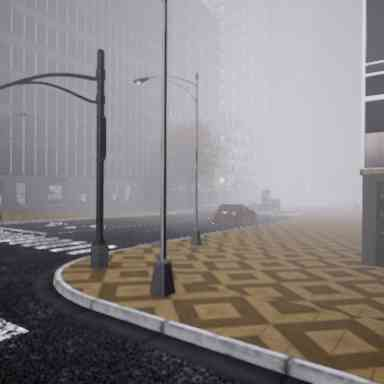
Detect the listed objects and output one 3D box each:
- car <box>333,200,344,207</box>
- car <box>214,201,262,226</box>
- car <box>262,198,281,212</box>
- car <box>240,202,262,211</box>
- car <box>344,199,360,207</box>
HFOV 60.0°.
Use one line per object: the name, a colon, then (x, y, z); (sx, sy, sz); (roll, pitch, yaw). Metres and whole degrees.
car: (38.267, 3.062, 87.032); (2.033, 1.411, 5.357); (1, -1, 33)
car: (3.698, 1.730, 27.572); (2.097, 1.767, 4.553); (1, -1, 33)
car: (12.504, 2.004, 53.162); (2.150, 2.045, 5.566); (1, -1, 33)
car: (9.785, 2.319, 54.949); (1.994, 1.385, 4.181); (1, -1, 33)
car: (40.997, 3.028, 85.268); (1.882, 1.535, 5.008); (1, -1, 33)
